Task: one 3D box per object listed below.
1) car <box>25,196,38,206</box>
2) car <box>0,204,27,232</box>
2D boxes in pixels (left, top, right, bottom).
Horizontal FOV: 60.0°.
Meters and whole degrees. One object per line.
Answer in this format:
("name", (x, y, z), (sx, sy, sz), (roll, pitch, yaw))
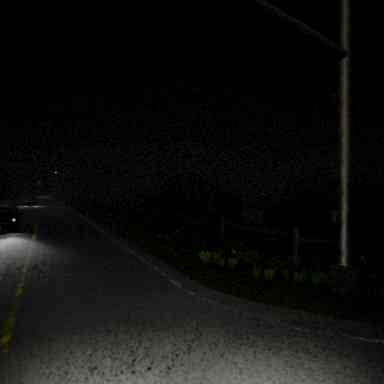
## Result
("car", (-26.669, 1.485, 55.286), (1.882, 1.535, 5.008), (0, 0, -24))
("car", (-11.027, 1.570, 19.489), (1.895, 1.301, 4.718), (0, 0, -24))
